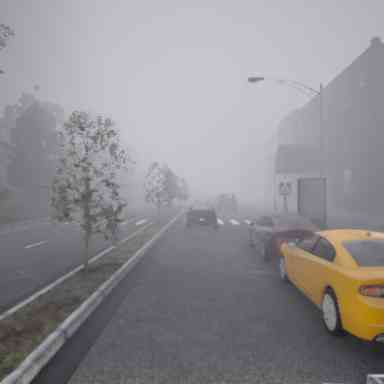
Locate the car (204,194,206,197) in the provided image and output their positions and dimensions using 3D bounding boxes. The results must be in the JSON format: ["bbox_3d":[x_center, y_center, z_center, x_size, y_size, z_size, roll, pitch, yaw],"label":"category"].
[{"bbox_3d":[4.557,1.426,78.922,2.163,1.488,4.792,0,0,-1],"label":"car"}]

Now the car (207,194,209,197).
[{"bbox_3d":[4.748,1.452,67.792,2.163,1.488,4.792,0,0,0],"label":"car"}]

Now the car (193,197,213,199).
[{"bbox_3d":[1.236,1.581,40.677,1.895,1.301,4.718,0,0,2],"label":"car"}]

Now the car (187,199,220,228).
[{"bbox_3d":[0.658,1.476,22.182,1.882,1.535,5.008,0,0,2],"label":"car"}]

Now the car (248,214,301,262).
[{"bbox_3d":[3.288,1.513,12.196,2.163,1.488,4.792,0,0,2],"label":"car"}]

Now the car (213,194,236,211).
[{"bbox_3d":[4.335,1.333,45.391,2.185,1.767,4.553,0,0,2],"label":"car"}]

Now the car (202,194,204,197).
[{"bbox_3d":[4.344,1.255,84.418,2.185,1.767,4.553,0,0,-2],"label":"car"}]

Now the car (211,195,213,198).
[{"bbox_3d":[4.511,1.452,50.960,2.231,1.521,4.892,0,0,2],"label":"car"}]

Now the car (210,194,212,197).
[{"bbox_3d":[4.685,1.318,56.484,2.185,1.767,4.553,1,0,2],"label":"car"}]

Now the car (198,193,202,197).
[{"bbox_3d":[3.701,1.345,95.546,2.231,1.521,4.892,0,0,-4],"label":"car"}]

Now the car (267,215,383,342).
[{"bbox_3d":[3.139,1.484,6.698,2.097,1.535,5.008,0,0,1],"label":"car"}]
